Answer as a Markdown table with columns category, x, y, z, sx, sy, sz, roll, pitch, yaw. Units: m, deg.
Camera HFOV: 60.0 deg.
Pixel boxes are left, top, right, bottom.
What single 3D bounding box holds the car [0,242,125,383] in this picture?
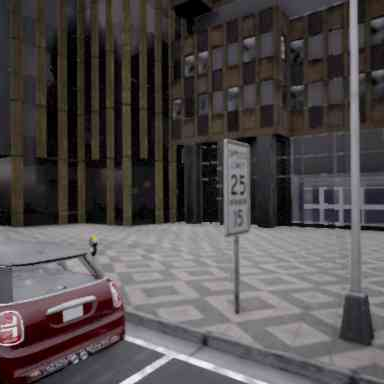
| category | x | y | z | sx | sy | sz | roll | pitch | yaw |
| --- | --- | --- | --- | --- | --- | --- | --- | --- | --- |
| car | -2.999 | 1.492 | 5.101 | 4.097 | 1.590 | 1.967 | -1 | 0 | 35 |
